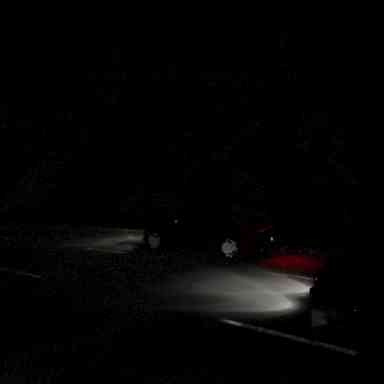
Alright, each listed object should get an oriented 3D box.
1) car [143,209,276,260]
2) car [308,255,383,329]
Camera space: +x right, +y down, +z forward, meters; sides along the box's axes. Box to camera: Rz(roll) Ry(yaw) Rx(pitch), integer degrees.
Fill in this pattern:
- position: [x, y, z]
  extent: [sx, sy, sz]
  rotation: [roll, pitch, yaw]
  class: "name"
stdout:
- position: [0.477, 1.360, 12.032]
  extent: [5.008, 1.535, 1.882]
  rotation: [0, 0, 32]
  class: "car"
- position: [4.703, 1.469, 5.069]
  extent: [5.357, 1.411, 2.033]
  rotation: [0, 1, 35]
  class: "car"
